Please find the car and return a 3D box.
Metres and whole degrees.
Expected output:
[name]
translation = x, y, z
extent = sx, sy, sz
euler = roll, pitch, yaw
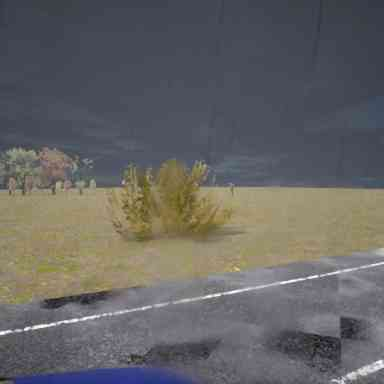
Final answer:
[car]
translation = -1.633, 1.525, 1.142
extent = 4.674, 1.442, 1.812
euler = 0, 0, -30
